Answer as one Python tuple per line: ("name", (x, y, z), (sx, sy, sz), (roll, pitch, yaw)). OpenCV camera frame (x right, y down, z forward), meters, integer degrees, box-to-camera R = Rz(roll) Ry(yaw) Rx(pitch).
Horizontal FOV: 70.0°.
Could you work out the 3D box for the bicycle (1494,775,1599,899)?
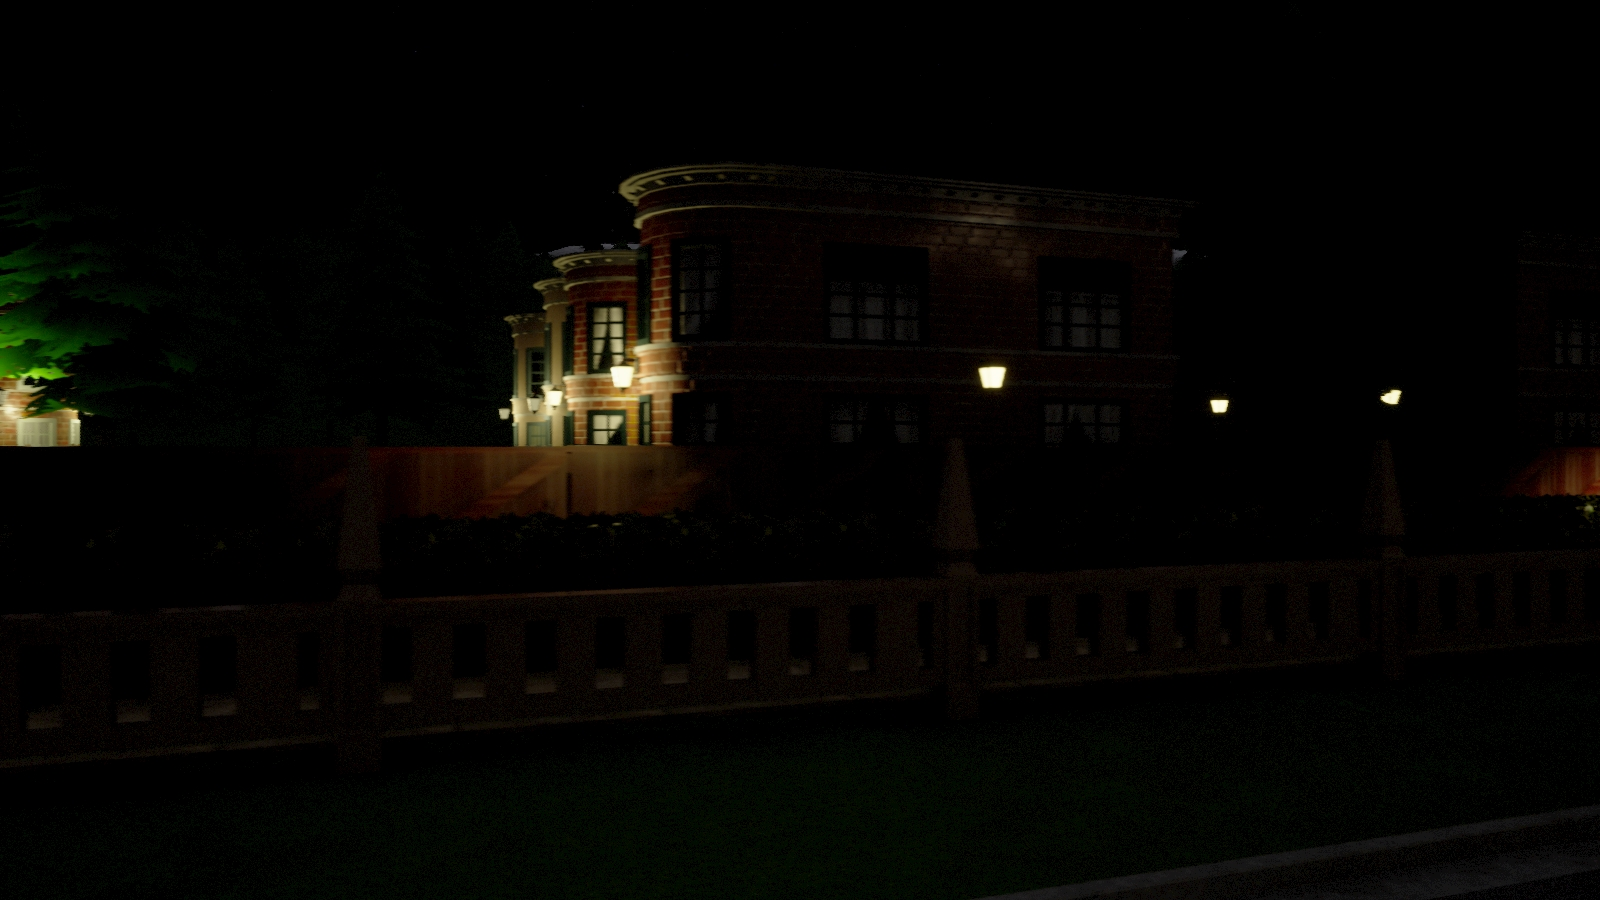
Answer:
("bicycle", (3.618, 2.059, 4.607), (1.835, 1.471, 0.329), (0, 0, -20))
